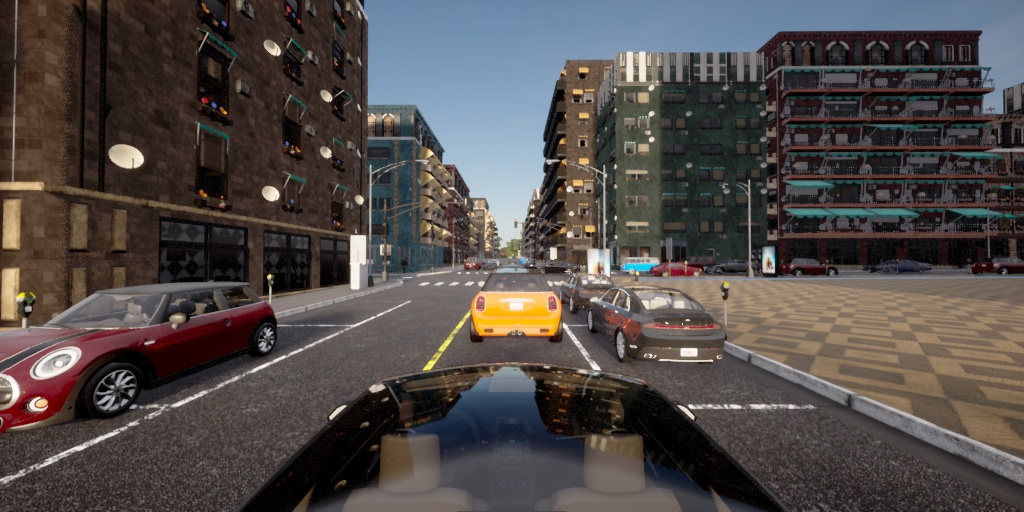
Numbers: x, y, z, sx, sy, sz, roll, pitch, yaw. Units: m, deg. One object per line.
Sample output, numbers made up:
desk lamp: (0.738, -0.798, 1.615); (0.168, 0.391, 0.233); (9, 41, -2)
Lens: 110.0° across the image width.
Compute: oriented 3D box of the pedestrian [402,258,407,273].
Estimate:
pedestrian: (-12.526, 1.096, 41.635); (0.375, 1.860, 0.375); (0, 0, 0)

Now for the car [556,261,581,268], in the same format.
car: (4.774, 1.263, 37.442); (4.892, 1.490, 1.837); (0, 1, 22)

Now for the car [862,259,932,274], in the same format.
car: (38.269, 1.026, 35.708); (5.357, 1.411, 2.033); (0, -1, 1)

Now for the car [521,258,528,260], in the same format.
car: (2.695, 1.333, 51.669); (1.948, 1.339, 4.313); (0, 0, 0)

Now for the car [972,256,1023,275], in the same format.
car: (41.346, 0.810, 29.902); (4.097, 1.591, 1.967); (0, 0, 0)

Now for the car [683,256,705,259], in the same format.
car: (19.300, 0.976, 38.442); (5.009, 1.841, 2.192); (0, 0, 0)

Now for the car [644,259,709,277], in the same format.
car: (13.710, 1.161, 30.102); (4.207, 1.307, 1.802); (0, 0, 0)

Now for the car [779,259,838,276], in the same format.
car: (24.765, 0.934, 30.022); (4.097, 1.591, 1.967); (0, 0, 0)

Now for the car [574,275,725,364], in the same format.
car: (2.821, 1.302, 7.906); (2.007, 1.370, 4.403); (0, 0, 0)

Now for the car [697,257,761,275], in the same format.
car: (21.671, 1.097, 35.846); (4.902, 1.511, 2.128); (0, -1, 0)

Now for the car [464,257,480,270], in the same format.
car: (-5.686, 1.082, 51.710); (2.192, 1.841, 5.009); (0, 0, 0)

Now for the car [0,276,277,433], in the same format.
car: (-5.819, 1.191, 5.671); (1.967, 1.591, 4.097); (0, 0, 0)

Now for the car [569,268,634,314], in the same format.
car: (2.821, 1.304, 13.476); (2.007, 1.370, 4.403); (0, 0, 0)

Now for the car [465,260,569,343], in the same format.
car: (0.098, 1.104, 9.886); (2.097, 1.767, 4.553); (0, 0, 0)

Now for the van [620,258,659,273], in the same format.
van: (13.773, 1.044, 38.482); (3.998, 1.789, 1.690); (0, 0, 0)
